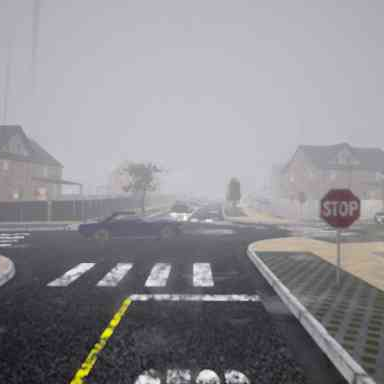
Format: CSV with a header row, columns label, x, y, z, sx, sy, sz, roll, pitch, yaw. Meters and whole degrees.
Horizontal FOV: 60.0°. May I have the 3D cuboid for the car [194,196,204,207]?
label,x,y,z,sx,sy,sz,roll,pitch,yaw
car,0.246,1.574,52.600,2.033,1.411,5.357,0,0,7

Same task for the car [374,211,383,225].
label,x,y,z,sx,sy,sz,roll,pitch,yaw
car,15.319,1.669,23.650,4.902,1.511,2.128,0,0,-15

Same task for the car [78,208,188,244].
label,x,y,z,sx,sy,sz,roll,pitch,yaw
car,-2.842,1.611,15.695,4.718,1.301,1.895,0,0,-15

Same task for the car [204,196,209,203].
label,x,y,z,sx,sy,sz,roll,pitch,yaw
car,2.421,1.627,68.449,2.033,1.411,5.357,0,0,9

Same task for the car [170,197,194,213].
label,x,y,z,sx,sy,sz,roll,pitch,yaw
car,-1.239,1.582,37.621,1.994,1.385,4.181,0,0,5
